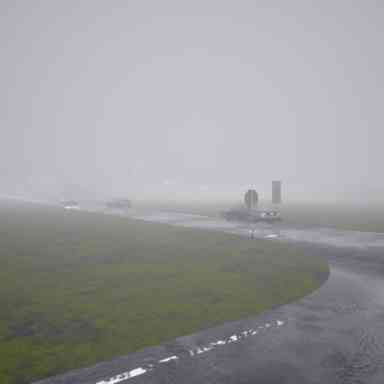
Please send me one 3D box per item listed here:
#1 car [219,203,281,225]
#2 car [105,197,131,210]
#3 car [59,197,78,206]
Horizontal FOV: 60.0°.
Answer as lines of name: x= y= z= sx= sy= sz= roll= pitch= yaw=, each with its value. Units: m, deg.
car: x=4.013 y=1.500 z=23.845 sx=2.033 sy=1.411 sz=5.357 roll=0 pitch=0 yaw=-27
car: x=-9.258 y=1.374 z=41.622 sx=2.128 sy=1.511 sz=4.902 roll=0 pitch=0 yaw=-35
car: x=-18.594 y=1.397 z=50.091 sx=1.994 sy=1.385 sz=4.181 roll=0 pitch=0 yaw=-35
